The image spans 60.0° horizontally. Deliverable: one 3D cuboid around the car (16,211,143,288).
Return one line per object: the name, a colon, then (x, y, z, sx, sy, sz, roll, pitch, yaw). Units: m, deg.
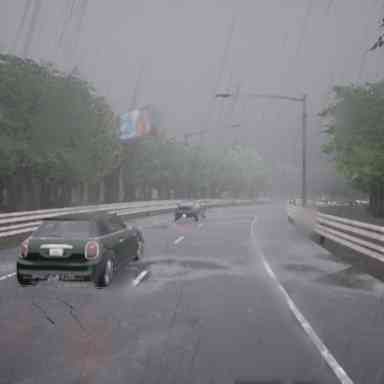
car: (-2.821, 1.342, 9.445, 2.097, 1.767, 4.553, 0, 0, 5)

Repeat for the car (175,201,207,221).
car: (-0.034, 1.507, 27.050, 1.837, 1.490, 4.892, 0, 0, 13)

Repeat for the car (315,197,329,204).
car: (31.169, 2.058, 80.205, 2.097, 1.767, 4.553, 0, -1, 44)

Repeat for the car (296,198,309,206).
car: (21.590, 1.976, 65.641, 1.882, 1.535, 5.008, 0, -1, 34)
